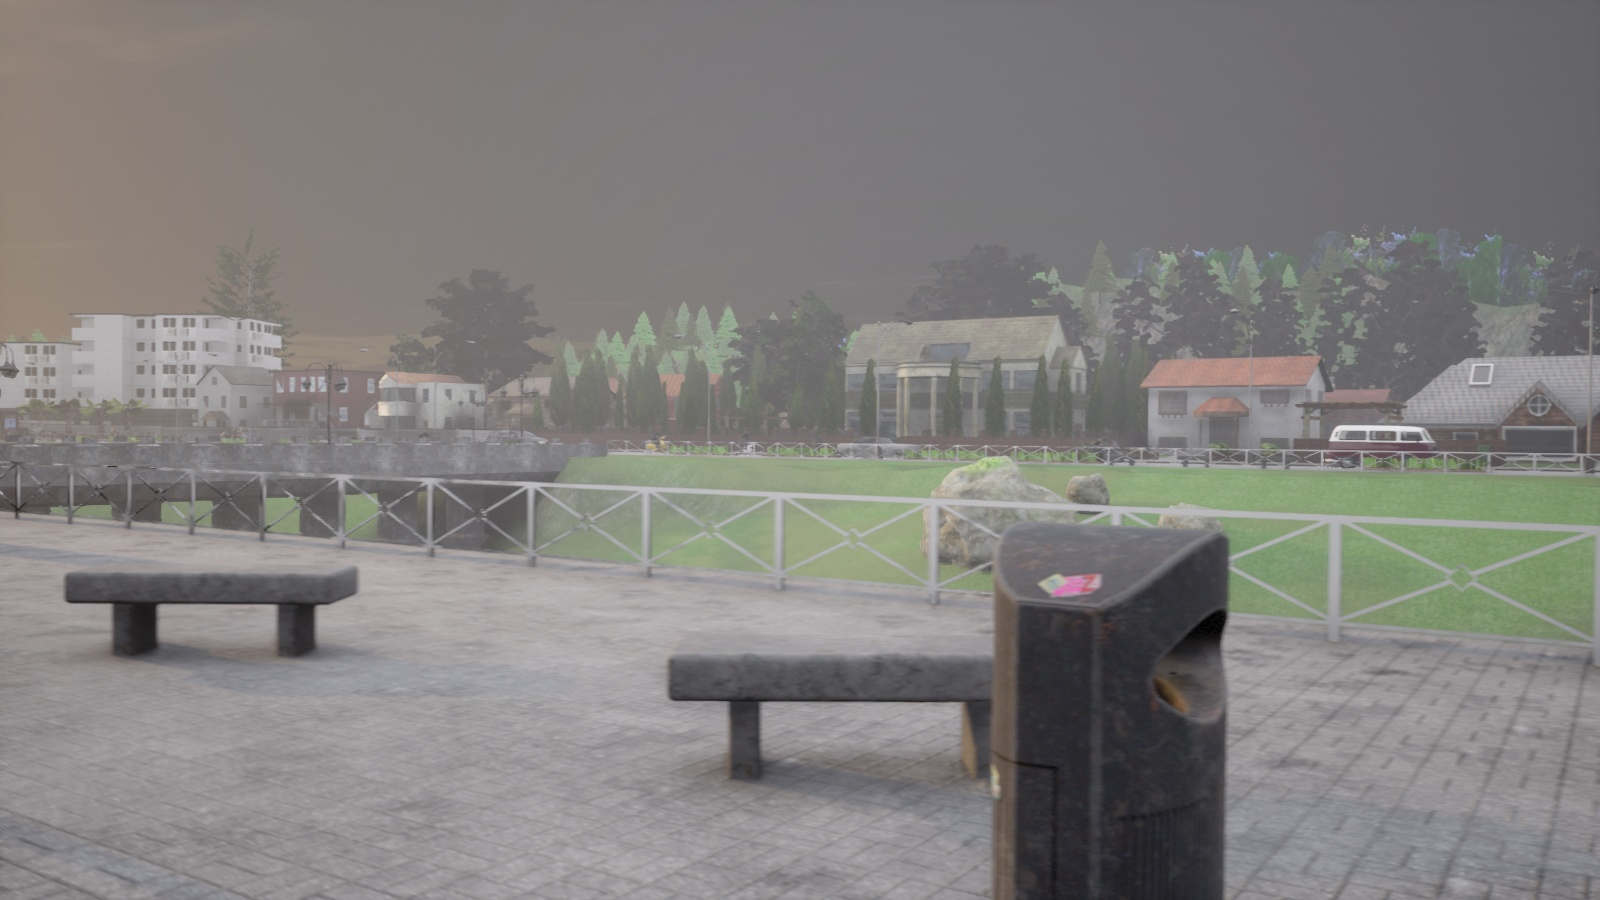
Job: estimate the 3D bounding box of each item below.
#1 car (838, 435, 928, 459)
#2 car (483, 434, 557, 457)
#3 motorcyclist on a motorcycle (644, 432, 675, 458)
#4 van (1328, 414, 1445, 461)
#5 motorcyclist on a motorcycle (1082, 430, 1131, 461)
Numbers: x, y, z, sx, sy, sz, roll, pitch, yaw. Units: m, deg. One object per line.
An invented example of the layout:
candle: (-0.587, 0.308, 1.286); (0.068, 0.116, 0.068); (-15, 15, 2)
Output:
car: (4.652, -0.171, 70.362); (4.718, 1.301, 1.895); (0, 1, 34)
car: (-19.256, -0.315, 86.251); (4.902, 1.511, 2.128); (0, 1, 34)
motorcyclist on a motorcycle: (-8.864, -0.318, 79.343); (1.817, 1.590, 0.866); (0, 1, 34)
van: (26.165, -0.547, 56.055); (4.480, 2.038, 2.069); (0, 1, 34)
motorcyclist on a motorcycle: (15.419, -0.236, 63.204); (2.191, 1.530, 0.866); (0, 1, 34)
